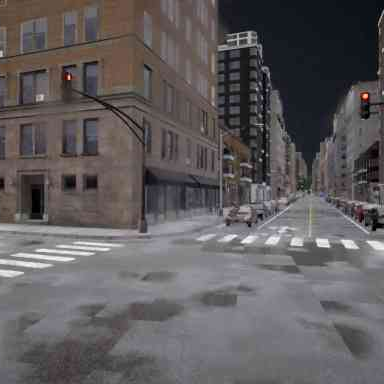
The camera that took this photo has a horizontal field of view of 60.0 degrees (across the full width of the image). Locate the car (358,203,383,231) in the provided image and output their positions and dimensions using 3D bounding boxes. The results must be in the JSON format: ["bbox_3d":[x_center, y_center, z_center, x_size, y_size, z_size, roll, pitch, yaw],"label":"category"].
[{"bbox_3d":[11.537,1.568,19.980,1.947,1.339,4.313,1,0,20],"label":"car"}]

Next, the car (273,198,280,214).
[{"bbox_3d":[7.254,1.552,33.267,2.008,1.369,4.403,1,0,20],"label":"car"}]

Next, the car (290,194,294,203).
[{"bbox_3d":[16.608,1.564,59.283,1.947,1.339,4.313,1,0,20],"label":"car"}]

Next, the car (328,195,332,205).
[{"bbox_3d":[24.635,1.548,56.412,2.008,1.369,4.403,1,0,20],"label":"car"}]

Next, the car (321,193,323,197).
[{"bbox_3d":[35.863,1.430,87.639,1.967,1.590,4.097,1,0,20],"label":"car"}]

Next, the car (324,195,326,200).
[{"bbox_3d":[30.248,1.575,72.026,1.802,1.307,4.206,1,0,20],"label":"car"}]

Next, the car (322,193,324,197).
[{"bbox_3d":[33.992,1.431,82.434,1.967,1.590,4.097,1,0,20],"label":"car"}]

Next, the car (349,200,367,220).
[{"bbox_3d":[13.408,1.546,25.184,1.887,1.381,4.507,1,0,20],"label":"car"}]

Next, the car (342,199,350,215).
[{"bbox_3d":[15.279,1.552,30.389,2.008,1.369,4.403,1,0,20],"label":"car"}]

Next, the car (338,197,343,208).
[{"bbox_3d":[17.151,1.546,35.594,1.887,1.381,4.507,1,0,20],"label":"car"}]

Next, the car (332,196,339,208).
[{"bbox_3d":[20.893,1.566,46.003,1.947,1.339,4.313,1,0,20],"label":"car"}]

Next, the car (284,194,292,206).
[{"bbox_3d":[14.680,1.524,53.920,1.752,1.417,4.829,1,0,20],"label":"car"}]

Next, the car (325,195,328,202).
[{"bbox_3d":[28.377,1.561,66.821,1.947,1.339,4.313,1,0,20],"label":"car"}]

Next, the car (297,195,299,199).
[{"bbox_3d":[22.222,1.308,74.892,2.192,1.841,5.009,1,0,20],"label":"car"}]

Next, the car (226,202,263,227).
[{"bbox_3d":[3.513,1.584,22.861,1.802,1.307,4.206,1,0,20],"label":"car"}]

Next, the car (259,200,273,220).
[{"bbox_3d":[5.383,1.567,28.064,1.947,1.339,4.313,1,0,20],"label":"car"}]

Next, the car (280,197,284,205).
[{"bbox_3d":[9.125,1.546,38.470,1.887,1.381,4.507,1,0,20],"label":"car"}]

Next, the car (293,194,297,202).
[{"bbox_3d":[20.349,1.561,69.690,1.947,1.339,4.313,1,0,20],"label":"car"}]
